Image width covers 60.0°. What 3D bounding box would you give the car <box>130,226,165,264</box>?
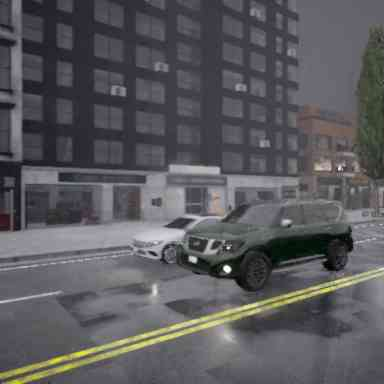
[{"bbox_3d":[0.134,1.521,11.764,4.674,1.442,1.812,0,0,-35],"label":"car"}]

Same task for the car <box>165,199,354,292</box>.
[{"bbox_3d":[2.273,1.219,9.300,5.566,2.045,2.150,0,0,-35],"label":"car"}]
